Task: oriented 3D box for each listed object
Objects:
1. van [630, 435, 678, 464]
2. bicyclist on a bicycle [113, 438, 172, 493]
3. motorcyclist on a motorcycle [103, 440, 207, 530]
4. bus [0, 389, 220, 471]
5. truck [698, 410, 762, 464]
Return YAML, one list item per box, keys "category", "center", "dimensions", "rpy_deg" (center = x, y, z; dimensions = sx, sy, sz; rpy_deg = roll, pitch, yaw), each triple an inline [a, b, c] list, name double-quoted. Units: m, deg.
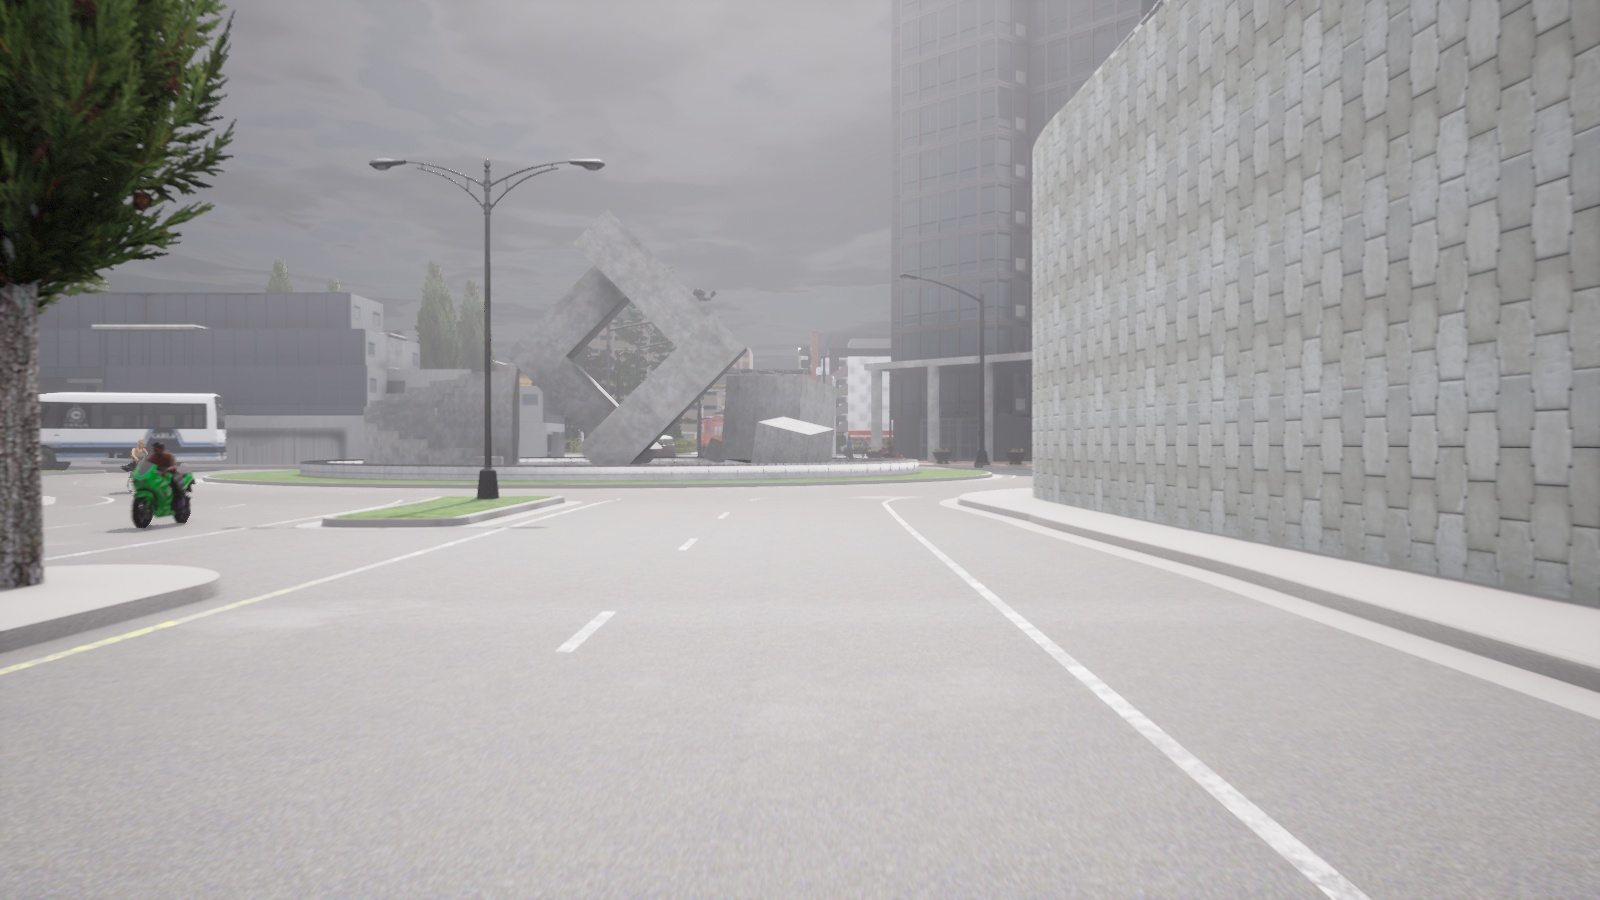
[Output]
- category: "van"
  center: [-10.366, -0.044, 89.741]
  dimensions: [2.069, 2.038, 4.480]
  rpy_deg: [0, 0, 12]
- category: "bicyclist on a bicycle"
  center: [-19.605, 0.456, 37.453]
  dimensions: [1.509, 1.612, 0.866]
  rpy_deg: [0, 0, 29]
- category: "motorcyclist on a motorcycle"
  center: [-11.395, 0.594, 22.265]
  dimensions: [0.797, 1.523, 2.044]
  rpy_deg: [0, 0, 0]
- category: "bus"
  center: [-37.478, -1.045, 68.262]
  dimensions: [10.273, 4.253, 3.944]
  rpy_deg: [0, 1, -15]
- category: "truck"
  center: [-5.320, -0.953, 94.052]
  dimensions: [2.891, 3.827, 8.468]
  rpy_deg: [0, 0, -17]
